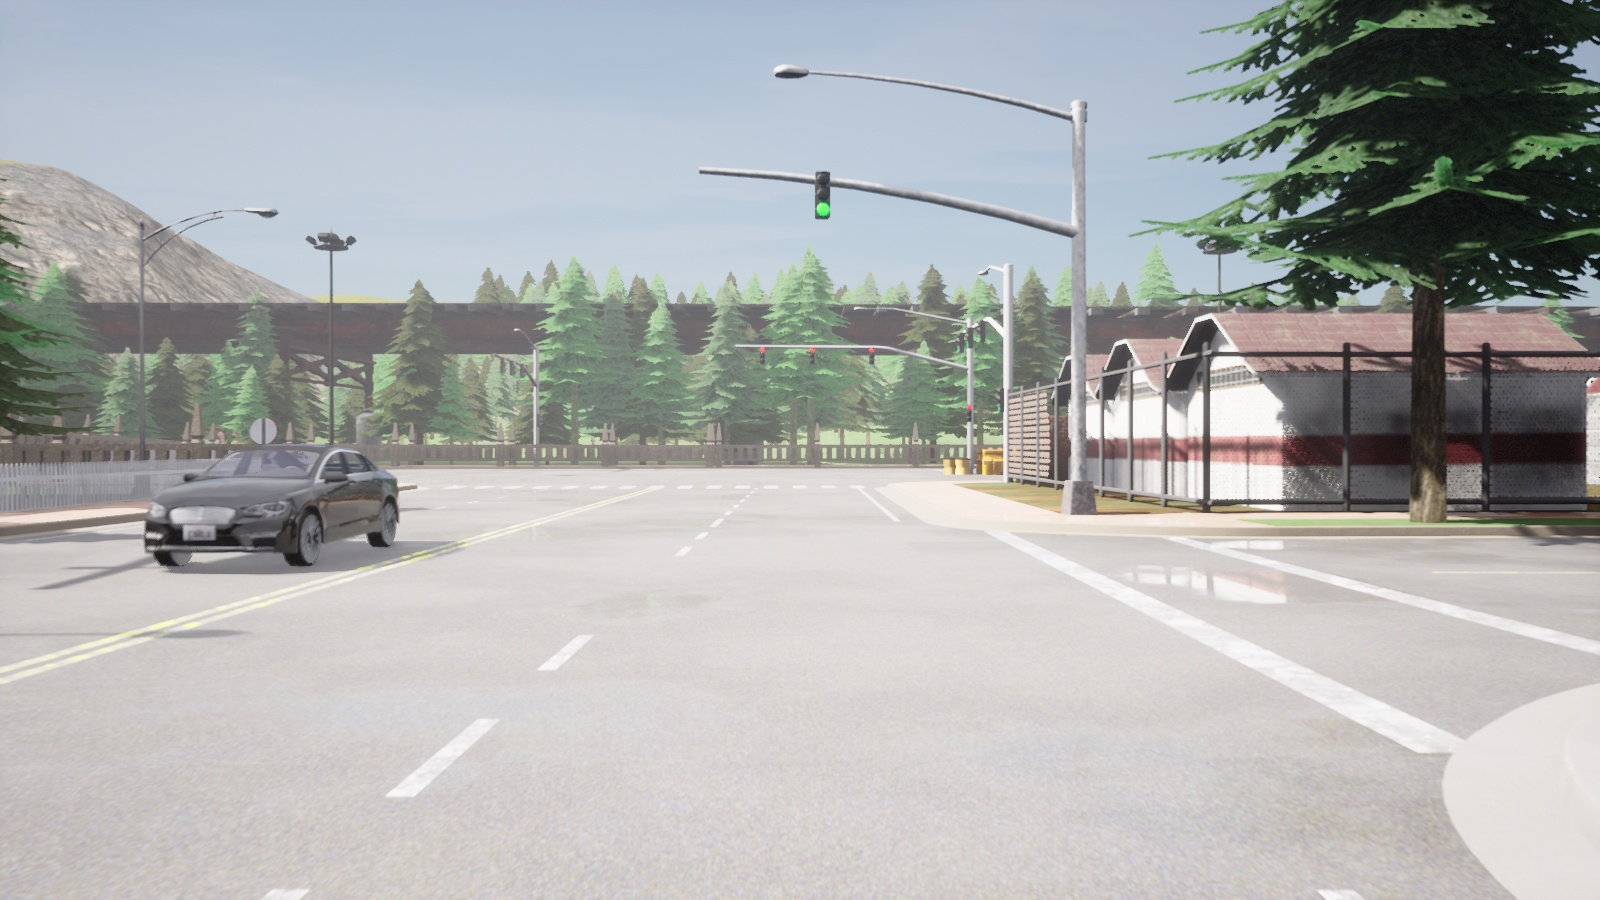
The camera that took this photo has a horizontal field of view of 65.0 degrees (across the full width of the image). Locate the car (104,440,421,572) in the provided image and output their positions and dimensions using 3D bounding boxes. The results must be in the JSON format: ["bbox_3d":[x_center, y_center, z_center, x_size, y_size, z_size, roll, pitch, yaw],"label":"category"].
[{"bbox_3d":[-6.888,0.630,16.811,2.128,1.511,4.902,0,0,0],"label":"car"}]
